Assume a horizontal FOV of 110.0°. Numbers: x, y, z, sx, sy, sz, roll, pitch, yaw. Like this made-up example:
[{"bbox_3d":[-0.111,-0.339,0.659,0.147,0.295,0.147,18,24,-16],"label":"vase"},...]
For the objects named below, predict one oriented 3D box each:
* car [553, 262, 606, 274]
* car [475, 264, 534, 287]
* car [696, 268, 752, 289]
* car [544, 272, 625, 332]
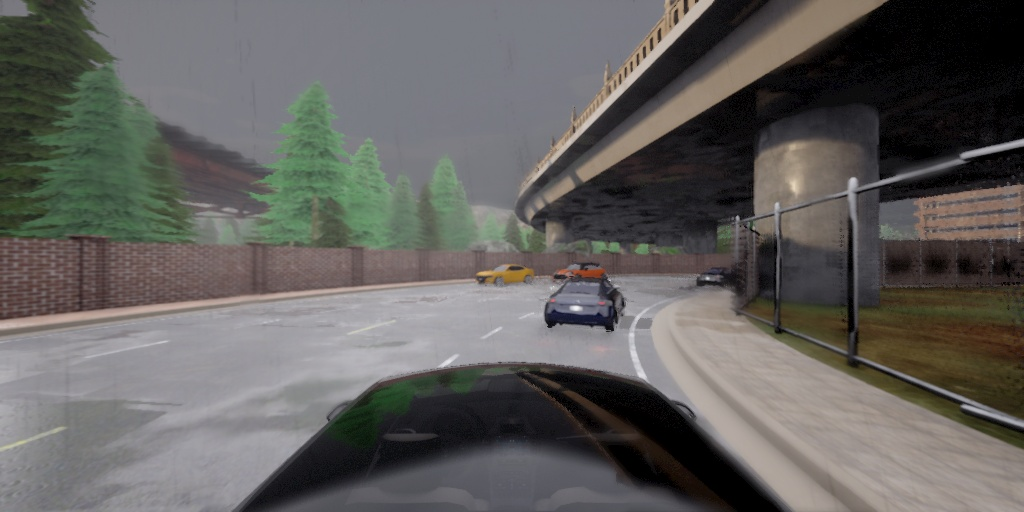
[{"bbox_3d":[5.067,1.250,26.919,4.553,1.767,2.097,1,0,-40],"label":"car"},{"bbox_3d":[-0.457,1.346,26.355,1.882,1.535,5.008,0,-1,43],"label":"car"},{"bbox_3d":[15.002,1.505,25.323,4.181,1.385,1.994,0,0,-30],"label":"car"},{"bbox_3d":[2.423,1.374,11.404,1.994,1.385,4.181,0,0,21],"label":"car"}]
